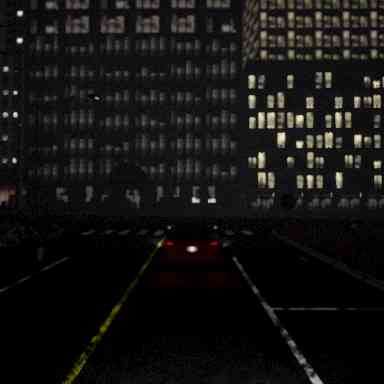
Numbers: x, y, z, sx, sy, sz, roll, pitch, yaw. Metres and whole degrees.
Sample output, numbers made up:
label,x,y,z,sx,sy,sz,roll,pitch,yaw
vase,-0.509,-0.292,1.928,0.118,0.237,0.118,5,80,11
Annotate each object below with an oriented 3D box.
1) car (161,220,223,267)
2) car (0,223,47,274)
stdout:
label,x,y,z,sx,sy,sz,roll,pitch,yaw
car,0.014,1.687,11.911,1.994,1.385,4.181,0,-1,0
car,-5.804,1.652,9.732,2.008,1.369,4.403,1,-1,0
